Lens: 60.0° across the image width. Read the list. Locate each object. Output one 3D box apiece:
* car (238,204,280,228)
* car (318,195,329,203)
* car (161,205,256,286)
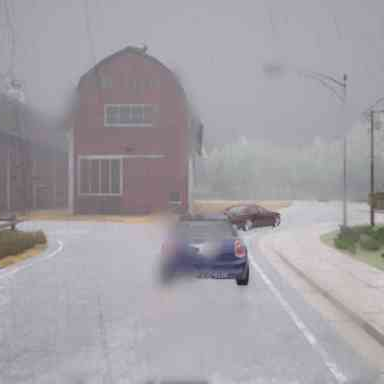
[{"bbox_3d":[3.486,1.474,20.191,1.882,1.535,5.008,2,1,44],"label":"car"},{"bbox_3d":[27.093,1.408,68.674,2.128,1.511,4.902,0,0,18],"label":"car"},{"bbox_3d":[0.285,1.364,9.650,2.097,1.767,4.553,0,0,-1],"label":"car"}]
